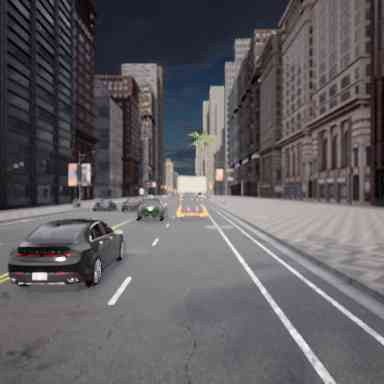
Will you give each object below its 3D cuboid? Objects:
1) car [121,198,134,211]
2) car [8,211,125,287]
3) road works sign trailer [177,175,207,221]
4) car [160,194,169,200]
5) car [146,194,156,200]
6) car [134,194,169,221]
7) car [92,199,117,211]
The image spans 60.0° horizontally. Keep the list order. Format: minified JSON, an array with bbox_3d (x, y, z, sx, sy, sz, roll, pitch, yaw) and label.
[{"bbox_3d":[-6.591,1.446,37.284,1.882,1.535,5.008,0,0,0],"label":"car"},{"bbox_3d":[-3.149,1.495,9.300,1.837,1.490,4.892,0,0,0],"label":"car"},{"bbox_3d":[-0.001,0.440,26.634,2.380,3.560,2.880,0,0,0],"label":"road works sign trailer"},{"bbox_3d":[-6.500,1.099,79.022,1.812,1.442,4.674,0,0,0],"label":"car"},{"bbox_3d":[-9.750,1.099,79.022,1.812,1.442,4.674,0,0,0],"label":"car"},{"bbox_3d":[-3.149,1.327,27.307,2.097,1.767,4.553,0,0,0],"label":"car"},{"bbox_3d":[-9.840,1.532,37.737,1.994,1.385,4.181,0,0,0],"label":"car"}]
